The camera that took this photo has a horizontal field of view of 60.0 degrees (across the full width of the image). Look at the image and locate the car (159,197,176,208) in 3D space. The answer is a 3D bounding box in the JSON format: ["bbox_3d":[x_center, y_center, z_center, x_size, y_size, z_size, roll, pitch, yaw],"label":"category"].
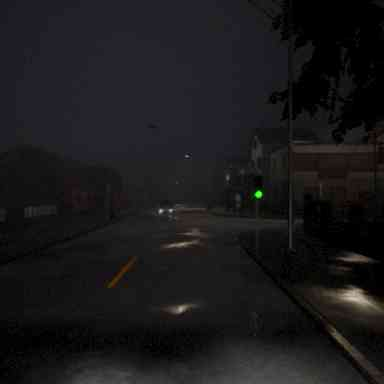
[{"bbox_3d":[-4.037,1.761,53.044,1.837,1.490,4.892,0,0,0],"label":"car"}]

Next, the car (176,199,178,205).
[{"bbox_3d":[-3.973,1.852,68.451,1.882,1.535,5.008,0,-1,0],"label":"car"}]
